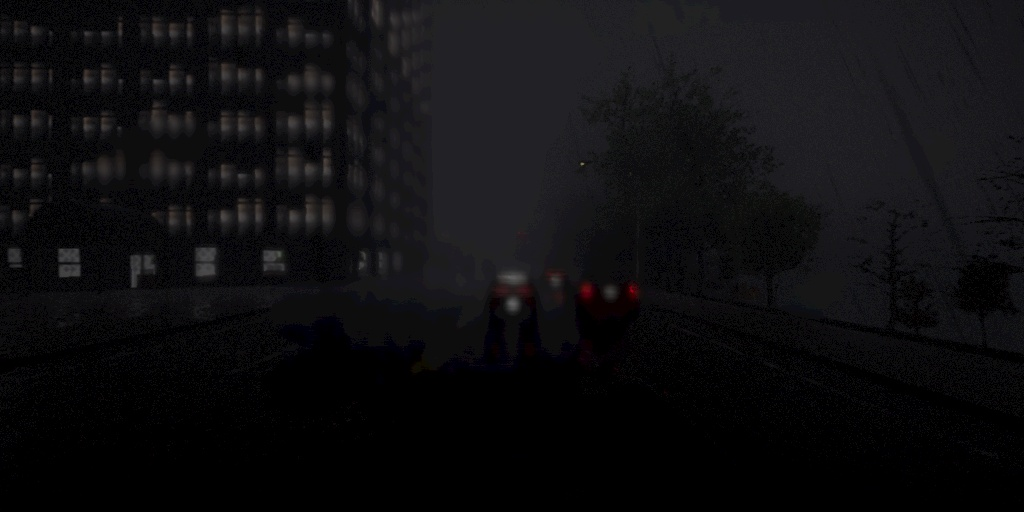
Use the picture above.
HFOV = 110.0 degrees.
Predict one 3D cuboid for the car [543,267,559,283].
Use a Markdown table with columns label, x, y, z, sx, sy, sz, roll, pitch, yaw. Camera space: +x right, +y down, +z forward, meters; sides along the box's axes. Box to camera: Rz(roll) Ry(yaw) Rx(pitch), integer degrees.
| label | x | y | z | sx | sy | sz | roll | pitch | yaw |
| --- | --- | --- | --- | --- | --- | --- | --- | --- | --- |
| car | 3.301 | 1.593 | 29.170 | 1.837 | 1.490 | 4.892 | 0 | 0 | 0 |

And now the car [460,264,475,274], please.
| label | x | y | z | sx | sy | sz | roll | pitch | yaw |
| --- | --- | --- | --- | --- | --- | --- | --- | --- | --- |
| car | -6.536 | 1.885 | 52.852 | 1.837 | 1.490 | 4.892 | 0 | -1 | 0 |

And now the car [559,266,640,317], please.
| label | x | y | z | sx | sy | sz | roll | pitch | yaw |
| --- | --- | --- | --- | --- | --- | --- | --- | --- | --- |
| car | 3.298 | 1.252 | 14.037 | 2.097 | 1.767 | 4.553 | 0 | -1 | 0 |

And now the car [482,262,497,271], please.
| label | x | y | z | sx | sy | sz | roll | pitch | yaw |
| --- | --- | --- | --- | --- | --- | --- | --- | --- | --- |
| car | -3.284 | 1.732 | 52.976 | 2.097 | 1.767 | 4.553 | 0 | -1 | 1 |

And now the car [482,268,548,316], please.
| label | x | y | z | sx | sy | sz | roll | pitch | yaw |
| --- | --- | --- | --- | --- | --- | --- | --- | --- | --- |
| car | 0.048 | 1.394 | 14.128 | 2.128 | 1.511 | 4.902 | 0 | -1 | 0 |
